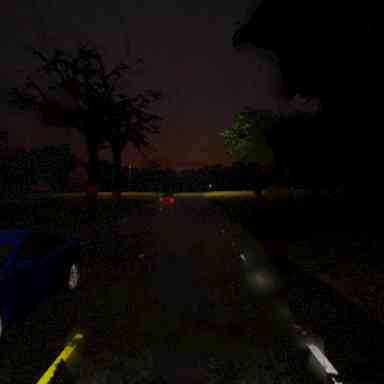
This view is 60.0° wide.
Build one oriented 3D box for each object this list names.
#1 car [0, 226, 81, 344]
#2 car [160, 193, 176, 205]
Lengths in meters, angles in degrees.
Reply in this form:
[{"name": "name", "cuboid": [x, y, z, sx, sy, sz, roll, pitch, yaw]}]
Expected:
[{"name": "car", "cuboid": [-3.601, 1.471, 6.049, 1.882, 1.535, 5.008, 0, 0, 0]}, {"name": "car", "cuboid": [-3.583, 0.972, 49.333, 2.097, 1.767, 4.553, 0, 1, 0]}]
